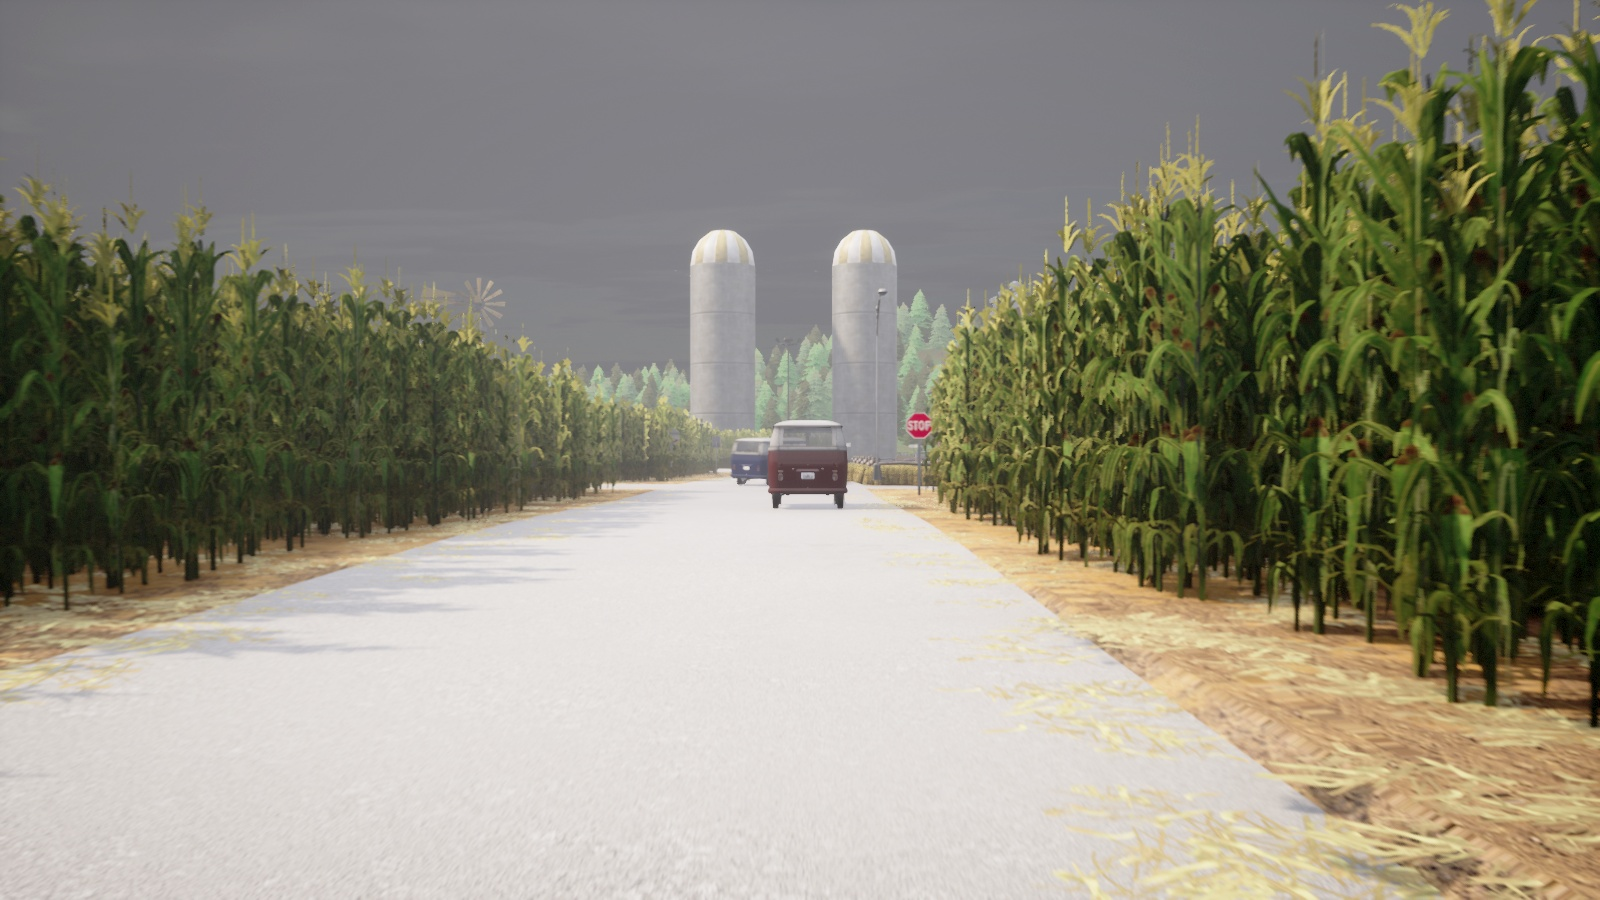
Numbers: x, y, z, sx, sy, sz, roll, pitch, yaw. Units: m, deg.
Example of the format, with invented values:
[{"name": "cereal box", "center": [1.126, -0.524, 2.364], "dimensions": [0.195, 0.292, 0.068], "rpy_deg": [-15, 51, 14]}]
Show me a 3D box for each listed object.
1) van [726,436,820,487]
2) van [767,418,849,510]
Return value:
[{"name": "van", "center": [-1.082, 0.449, 52.854], "dimensions": [1.775, 1.987, 4.442], "rpy_deg": [2, 2, 31]}, {"name": "van", "center": [0.183, 0.330, 29.507], "dimensions": [1.775, 1.987, 4.442], "rpy_deg": [0, -1, 0]}]
